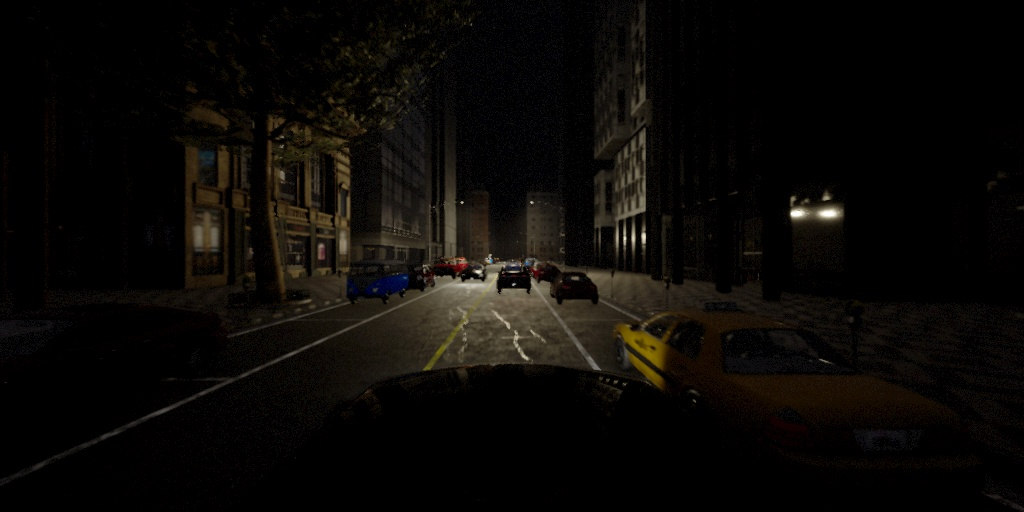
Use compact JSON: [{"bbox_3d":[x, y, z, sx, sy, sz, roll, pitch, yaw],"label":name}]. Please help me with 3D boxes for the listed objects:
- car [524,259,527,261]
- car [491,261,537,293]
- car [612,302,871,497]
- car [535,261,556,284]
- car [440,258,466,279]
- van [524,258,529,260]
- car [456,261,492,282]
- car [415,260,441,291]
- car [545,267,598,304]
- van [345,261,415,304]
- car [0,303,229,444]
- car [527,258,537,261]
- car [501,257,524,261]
[{"bbox_3d":[2.669,1.390,44.160,1.948,1.339,4.313,0,0,0],"label":"car"},{"bbox_3d":[0.100,1.268,20.935,2.128,1.511,4.902,0,0,0],"label":"car"},{"bbox_3d":[2.668,1.277,4.859,1.751,1.417,4.829,0,0,0],"label":"car"},{"bbox_3d":[2.668,1.335,27.244,1.888,1.381,4.507,0,0,0],"label":"car"},{"bbox_3d":[-5.857,1.115,32.897,2.192,1.841,5.009,0,0,0],"label":"car"},{"bbox_3d":[2.669,1.181,49.798,1.690,1.789,3.998,0,0,0],"label":"van"},{"bbox_3d":[-3.000,1.341,29.582,2.033,1.411,5.357,0,0,0],"label":"car"},{"bbox_3d":[-5.857,1.218,21.617,1.967,1.591,4.097,0,0,0],"label":"car"},{"bbox_3d":[2.668,1.350,15.965,1.802,1.307,4.207,0,0,0],"label":"car"},{"bbox_3d":[-5.858,1.109,15.978,1.690,1.789,3.998,0,0,0],"label":"van"},{"bbox_3d":[-5.858,1.333,4.700,1.802,1.307,4.207,0,0,0],"label":"car"},{"bbox_3d":[2.669,1.240,32.882,1.967,1.591,4.097,0,0,0],"label":"car"},{"bbox_3d":[0.101,1.175,43.543,2.097,1.767,4.553,0,0,0],"label":"car"}]
